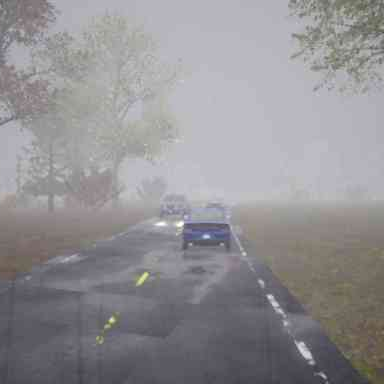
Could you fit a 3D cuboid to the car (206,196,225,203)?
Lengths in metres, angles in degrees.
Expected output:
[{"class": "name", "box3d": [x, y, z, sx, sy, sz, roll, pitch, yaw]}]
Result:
[{"class": "car", "box3d": [2.467, 1.467, 35.304, 1.812, 1.442, 4.674, 0, 0, 7]}]

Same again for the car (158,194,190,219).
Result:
[{"class": "car", "box3d": [-1.429, 1.179, 29.000, 2.150, 2.045, 5.566, 0, 0, 6]}]

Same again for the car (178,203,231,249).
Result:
[{"class": "car", "box3d": [0.650, 1.455, 14.461, 1.882, 1.535, 5.008, 0, 0, 3]}]
